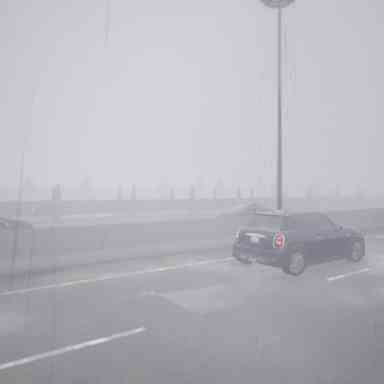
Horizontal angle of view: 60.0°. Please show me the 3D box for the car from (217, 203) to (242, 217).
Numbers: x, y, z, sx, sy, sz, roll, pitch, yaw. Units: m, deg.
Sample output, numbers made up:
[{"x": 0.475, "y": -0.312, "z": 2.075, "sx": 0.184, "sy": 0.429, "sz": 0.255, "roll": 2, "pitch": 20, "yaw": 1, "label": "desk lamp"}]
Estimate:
[{"x": 3.879, "y": 1.526, "z": 23.944, "sx": 4.674, "sy": 1.442, "sz": 1.812, "roll": 0, "pitch": 0, "yaw": -36, "label": "car"}]

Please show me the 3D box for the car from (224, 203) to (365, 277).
[{"x": 3.495, "y": 1.352, "z": 10.545, "sx": 4.553, "sy": 1.767, "sz": 2.097, "roll": 0, "pitch": 0, "yaw": -36, "label": "car"}]

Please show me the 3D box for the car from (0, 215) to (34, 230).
[{"x": -7.918, "y": 1.492, "z": 11.241, "sx": 4.902, "sy": 1.511, "sz": 2.128, "roll": 0, "pitch": 0, "yaw": -36, "label": "car"}]
